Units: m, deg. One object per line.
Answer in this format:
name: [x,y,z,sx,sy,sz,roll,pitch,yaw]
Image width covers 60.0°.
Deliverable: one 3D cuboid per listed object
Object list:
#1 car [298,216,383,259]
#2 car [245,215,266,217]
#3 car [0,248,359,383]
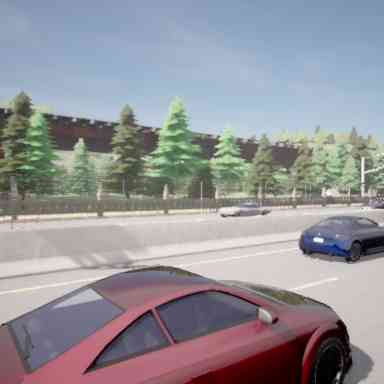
car: [5.816,1.564,12.149,4.181,1.385,1.994,0,0,-35]
car: [4.609,1.582,28.669,4.718,1.301,1.895,0,0,-35]
car: [-0.107,1.559,3.644,4.181,1.385,1.994,0,0,-36]
